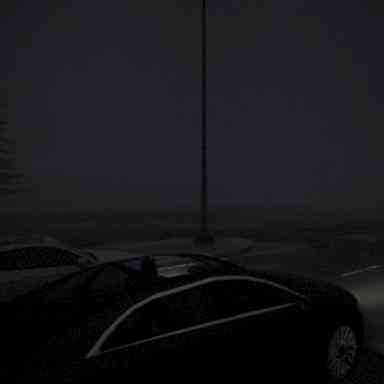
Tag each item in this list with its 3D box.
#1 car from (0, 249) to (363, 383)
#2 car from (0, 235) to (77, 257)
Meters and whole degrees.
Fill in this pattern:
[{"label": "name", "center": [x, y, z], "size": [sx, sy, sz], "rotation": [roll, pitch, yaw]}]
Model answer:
[{"label": "car", "center": [0.034, 1.488, 3.770], "size": [4.902, 1.511, 2.128], "rotation": [0, 0, -35]}, {"label": "car", "center": [-2.831, 1.524, 6.025], "size": [4.674, 1.442, 1.812], "rotation": [0, 0, -35]}]
